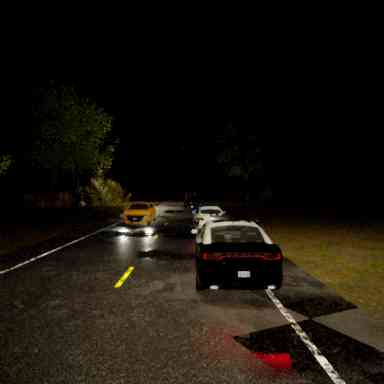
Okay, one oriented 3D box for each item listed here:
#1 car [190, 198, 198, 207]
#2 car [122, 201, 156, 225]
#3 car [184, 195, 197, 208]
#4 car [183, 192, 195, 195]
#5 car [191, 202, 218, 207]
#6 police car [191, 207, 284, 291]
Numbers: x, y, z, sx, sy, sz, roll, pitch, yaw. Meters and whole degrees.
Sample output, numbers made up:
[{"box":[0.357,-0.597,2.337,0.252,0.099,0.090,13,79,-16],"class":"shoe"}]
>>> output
[{"box":[0.960,1.466,25.064,1.882,1.535,5.008,0,0,0],"class":"car"},{"box":[-3.687,1.467,23.892,1.882,1.535,5.008,0,0,0],"class":"car"},{"box":[-0.139,1.507,46.014,2.033,1.411,5.357,0,0,0],"class":"car"},{"box":[-0.224,1.148,63.466,2.150,2.045,5.566,0,0,0],"class":"car"},{"box":[0.983,1.519,19.065,1.812,1.442,4.674,0,0,0],"class":"car"},{"box":[1.020,1.423,9.174,1.930,1.638,5.238,0,0,0],"class":"police car"}]
